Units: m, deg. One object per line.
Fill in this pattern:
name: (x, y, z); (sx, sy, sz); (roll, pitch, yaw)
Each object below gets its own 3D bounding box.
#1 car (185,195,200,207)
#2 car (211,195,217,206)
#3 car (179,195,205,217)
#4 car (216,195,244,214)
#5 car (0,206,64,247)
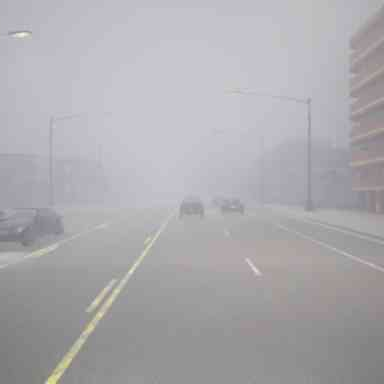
car: (0.017, 1.109, 43.274); (1.837, 1.490, 4.892); (0, 0, 0)
car: (3.542, 1.112, 44.791); (2.128, 1.511, 4.902); (0, 0, 0)
car: (-0.009, 1.155, 26.854); (1.882, 1.535, 5.008); (0, 1, 0)
car: (3.560, 1.203, 30.326); (1.994, 1.385, 4.181); (0, 1, 1)
car: (-7.049, 1.353, 14.267); (1.812, 1.442, 4.674); (0, 1, 0)
